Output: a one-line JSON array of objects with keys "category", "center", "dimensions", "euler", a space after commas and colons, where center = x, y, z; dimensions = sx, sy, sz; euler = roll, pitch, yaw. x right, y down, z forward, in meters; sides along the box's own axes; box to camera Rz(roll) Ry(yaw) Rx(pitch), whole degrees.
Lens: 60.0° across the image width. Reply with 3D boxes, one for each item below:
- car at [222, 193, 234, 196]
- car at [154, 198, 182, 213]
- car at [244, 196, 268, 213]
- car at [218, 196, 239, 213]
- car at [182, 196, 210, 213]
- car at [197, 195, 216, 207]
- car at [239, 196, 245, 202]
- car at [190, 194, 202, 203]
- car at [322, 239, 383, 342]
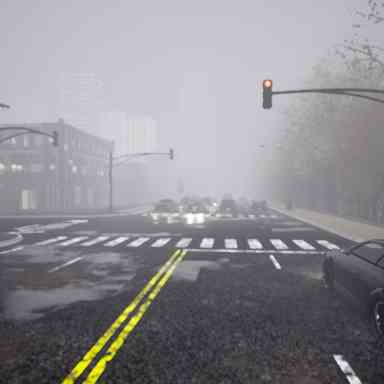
[{"category": "car", "center": [7.403, 1.226, 68.978], "dimensions": [2.150, 2.045, 5.566], "euler": [0, 0, 6]}, {"category": "car", "center": [-2.801, 1.483, 37.209], "dimensions": [1.882, 1.535, 5.008], "euler": [0, 0, 9]}, {"category": "car", "center": [7.226, 1.497, 36.503], "dimensions": [2.128, 1.511, 4.902], "euler": [0, 0, 6]}, {"category": "car", "center": [4.027, 1.510, 37.134], "dimensions": [1.837, 1.490, 4.892], "euler": [0, 0, 6]}, {"category": "car", "center": [0.540, 1.497, 36.984], "dimensions": [2.128, 1.511, 4.902], "euler": [0, 0, 6]}, {"category": "car", "center": [2.287, 1.483, 52.882], "dimensions": [1.882, 1.535, 5.008], "euler": [0, 0, 6]}, {"category": "car", "center": [10.995, 1.555, 71.909], "dimensions": [1.994, 1.385, 4.181], "euler": [0, 0, 6]}, {"category": "car", "center": [0.916, 1.357, 69.425], "dimensions": [2.097, 1.767, 4.553], "euler": [0, 0, 6]}, {"category": "car", "center": [3.919, 1.565, 6.233], "dimensions": [1.994, 1.385, 4.181], "euler": [0, 0, 6]}]
